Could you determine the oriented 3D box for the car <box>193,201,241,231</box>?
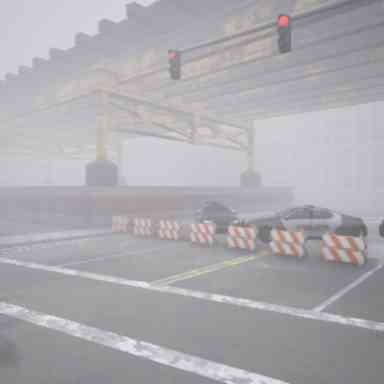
[{"bbox_3d":[1.168,1.149,17.435,1.853,1.218,4.536,0,0,-4],"label":"car"}]

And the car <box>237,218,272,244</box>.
[{"bbox_3d":[4.588,1.323,14.290,4.974,1.542,2.038,0,0,6],"label":"car"}]

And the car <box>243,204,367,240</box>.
[{"bbox_3d":[4.639,1.165,14.284,4.536,1.218,1.853,0,0,6],"label":"car"}]

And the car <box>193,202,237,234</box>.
[{"bbox_3d":[1.173,1.307,17.384,2.038,1.542,4.974,0,0,-4],"label":"car"}]

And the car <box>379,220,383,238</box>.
[{"bbox_3d":[9.088,1.336,11.261,2.038,1.542,4.974,0,0,-19],"label":"car"}]
